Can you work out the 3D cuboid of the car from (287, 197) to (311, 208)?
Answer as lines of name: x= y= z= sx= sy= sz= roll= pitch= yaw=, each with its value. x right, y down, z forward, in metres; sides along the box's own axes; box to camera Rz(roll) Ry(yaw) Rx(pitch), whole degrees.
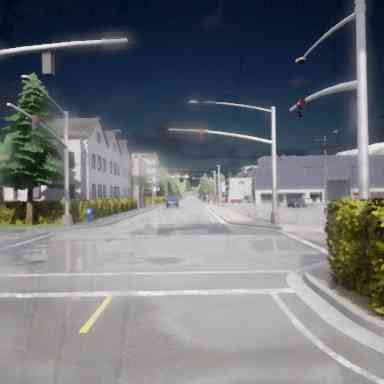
car: x=15.416 y=1.628 z=49.172 sx=2.007 sy=1.523 sz=4.514 roll=-1 pitch=-1 yaw=0

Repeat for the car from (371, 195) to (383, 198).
car: x=19.112 y=1.182 z=31.305 sx=1.905 sy=1.878 sz=3.866 roll=-1 pitch=-1 yaw=0

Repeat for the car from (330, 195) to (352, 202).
car: x=25.474 y=1.398 z=56.572 sx=2.152 sy=1.636 sz=5.027 roll=-1 pitch=-1 yaw=0

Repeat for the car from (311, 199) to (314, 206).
car: x=19.059 y=1.572 z=56.231 sx=1.970 sy=1.475 sz=3.806 roll=-1 pitch=-1 yaw=0

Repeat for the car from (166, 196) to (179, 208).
car: x=-3.508 y=1.743 z=60.399 sx=2.150 sy=2.045 sz=5.566 roll=-1 pitch=-1 yaw=0
